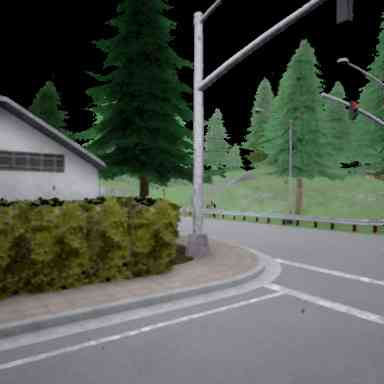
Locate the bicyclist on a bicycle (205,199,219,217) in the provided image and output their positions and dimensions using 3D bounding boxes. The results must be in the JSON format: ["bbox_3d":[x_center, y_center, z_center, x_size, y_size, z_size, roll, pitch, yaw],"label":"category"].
[{"bbox_3d":[1.897,1.501,31.038,1.656,1.620,0.582,-1,2,-35],"label":"bicyclist on a bicycle"}]
